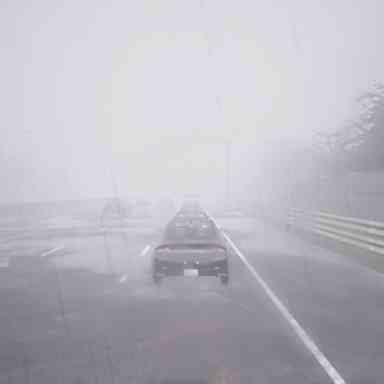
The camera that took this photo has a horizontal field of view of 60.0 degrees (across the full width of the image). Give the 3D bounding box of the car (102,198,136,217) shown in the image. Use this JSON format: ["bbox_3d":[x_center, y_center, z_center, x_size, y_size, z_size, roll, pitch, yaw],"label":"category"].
[{"bbox_3d":[-6.978,1.326,31.609,2.097,1.767,4.553,0,0,0],"label":"car"}]

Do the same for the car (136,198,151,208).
[{"bbox_3d":[-7.016,1.561,47.864,1.895,1.301,4.718,0,0,0],"label":"car"}]

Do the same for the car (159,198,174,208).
[{"bbox_3d":[-3.512,1.510,46.110,2.033,1.411,5.357,0,0,0],"label":"car"}]

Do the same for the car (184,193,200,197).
[{"bbox_3d":[-0.018,1.174,48.624,2.150,2.045,5.566,0,-1,0],"label":"car"}]

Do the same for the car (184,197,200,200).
[{"bbox_3d":[0.015,1.537,34.540,1.994,1.385,4.181,0,0,0],"label":"car"}]

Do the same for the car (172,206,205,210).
[{"bbox_3d":[-0.038,1.587,16.678,1.895,1.301,4.718,0,0,0],"label":"car"}]

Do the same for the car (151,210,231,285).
[{"bbox_3d":[-0.023,1.484,9.460,2.128,1.511,4.902,0,0,0],"label":"car"}]

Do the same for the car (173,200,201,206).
[{"bbox_3d":[-0.059,1.529,23.785,2.033,1.411,5.357,0,0,0],"label":"car"}]
